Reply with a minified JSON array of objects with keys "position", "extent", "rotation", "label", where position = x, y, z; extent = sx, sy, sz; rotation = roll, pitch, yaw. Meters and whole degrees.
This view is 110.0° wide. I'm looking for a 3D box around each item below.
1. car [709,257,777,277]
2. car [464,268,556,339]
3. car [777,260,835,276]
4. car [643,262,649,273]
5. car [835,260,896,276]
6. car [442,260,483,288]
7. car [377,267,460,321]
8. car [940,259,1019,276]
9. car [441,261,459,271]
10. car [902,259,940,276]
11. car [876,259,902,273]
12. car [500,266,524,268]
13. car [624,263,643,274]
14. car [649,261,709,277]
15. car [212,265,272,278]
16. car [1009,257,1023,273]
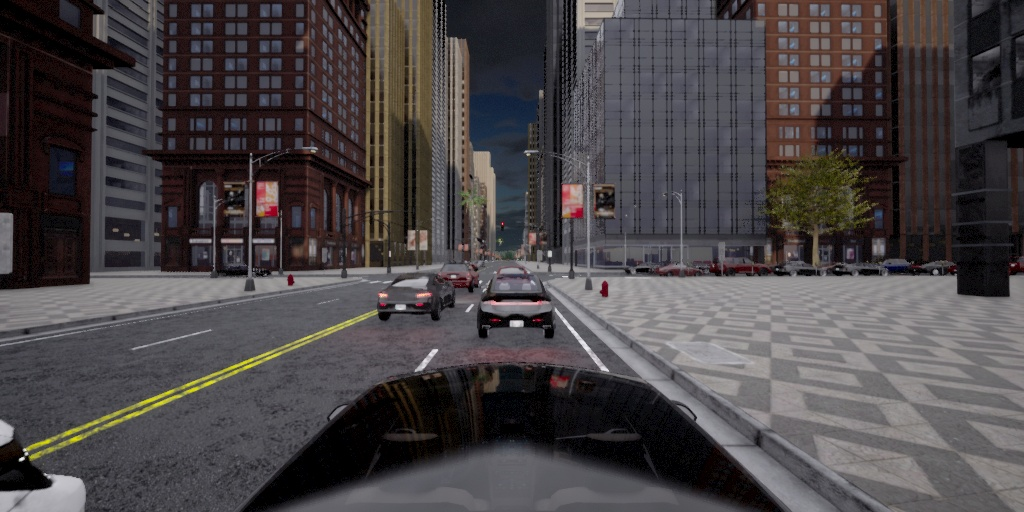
[{"position":[20.957,1.039,33.067],"extent":[5.009,1.841,2.192],"rotation":[0,0,-1],"label":"car"},{"position":[0.099,1.248,10.124],"extent":[2.128,1.511,4.902],"rotation":[0,0,0],"label":"car"},{"position":[26.594,1.274,33.154],"extent":[4.313,1.339,1.948],"rotation":[0,0,-1],"label":"car"},{"position":[17.292,1.309,38.787],"extent":[4.892,1.490,1.837],"rotation":[0,-1,-1],"label":"car"},{"position":[32.231,1.258,33.241],"extent":[4.313,1.339,1.948],"rotation":[0,0,-1],"label":"car"},{"position":[-3.148,1.140,21.417],"extent":[2.097,1.767,4.553],"rotation":[0,0,0],"label":"car"},{"position":[-3.149,1.287,12.437],"extent":[1.812,1.442,4.674],"rotation":[0,0,0],"label":"car"},{"position":[43.507,1.212,33.416],"extent":[4.507,1.381,1.888],"rotation":[0,0,-1],"label":"car"},{"position":[-9.833,1.551,57.429],"extent":[2.033,1.411,5.357],"rotation":[0,0,0],"label":"car"},{"position":[42.856,1.204,36.031],"extent":[4.892,1.490,1.837],"rotation":[0,-1,-1],"label":"car"},{"position":[40.621,1.091,39.109],"extent":[4.553,1.767,2.097],"rotation":[0,-1,0],"label":"car"},{"position":[0.001,1.259,19.625],"extent":[1.882,1.535,5.008],"rotation":[0,0,0],"label":"car"},{"position":[15.188,1.410,41.503],"extent":[4.313,1.339,1.948],"rotation":[0,0,-1],"label":"car"},{"position":[15.318,1.326,32.980],"extent":[4.207,1.307,1.802],"rotation":[0,0,-1],"label":"car"},{"position":[-26.264,1.543,35.014],"extent":[4.718,1.301,1.895],"rotation":[0,-1,0],"label":"car"},{"position":[49.145,0.971,33.502],"extent":[5.009,1.841,2.192],"rotation":[0,0,-1],"label":"car"}]
